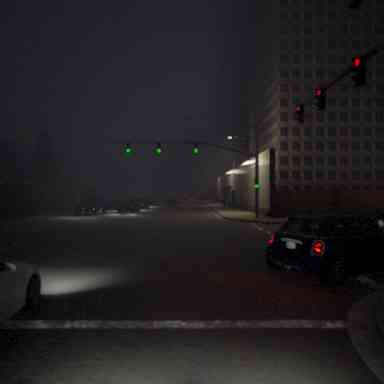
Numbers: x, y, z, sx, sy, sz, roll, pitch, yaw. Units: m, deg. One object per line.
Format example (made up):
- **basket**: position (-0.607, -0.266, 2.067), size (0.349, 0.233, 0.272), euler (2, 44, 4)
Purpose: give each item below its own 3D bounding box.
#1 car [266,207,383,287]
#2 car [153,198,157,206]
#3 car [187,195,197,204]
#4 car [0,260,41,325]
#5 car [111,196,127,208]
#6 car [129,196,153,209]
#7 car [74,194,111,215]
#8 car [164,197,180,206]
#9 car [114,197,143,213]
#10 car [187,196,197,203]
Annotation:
- **car**: position (4.420, 1.414, 9.676), size (4.553, 1.767, 2.097), euler (0, 0, -30)
- **car**: position (-7.051, 1.647, 56.447), size (1.994, 1.385, 4.181), euler (0, 0, 0)
- **car**: position (-0.002, 1.447, 65.050), size (2.097, 1.767, 4.553), euler (0, 0, 0)
- **car**: position (-3.783, 1.544, 4.791), size (1.812, 1.442, 4.674), euler (0, 0, -6)
- **car**: position (-10.591, 1.544, 45.039), size (1.882, 1.535, 5.008), euler (0, 0, 0)
- **car**: position (-7.087, 1.573, 46.401), size (1.837, 1.490, 4.892), euler (0, 0, 0)
- **car**: position (-10.596, 1.274, 35.268), size (2.150, 2.045, 5.566), euler (0, 0, 0)
- **car**: position (-3.394, 1.606, 54.959), size (1.812, 1.442, 4.674), euler (0, 0, 0)
- **car**: position (-7.091, 1.581, 37.507), size (1.812, 1.442, 4.674), euler (0, 0, 0)
- **car**: position (-0.010, 1.650, 75.032), size (2.033, 1.411, 5.357), euler (0, 0, 0)
